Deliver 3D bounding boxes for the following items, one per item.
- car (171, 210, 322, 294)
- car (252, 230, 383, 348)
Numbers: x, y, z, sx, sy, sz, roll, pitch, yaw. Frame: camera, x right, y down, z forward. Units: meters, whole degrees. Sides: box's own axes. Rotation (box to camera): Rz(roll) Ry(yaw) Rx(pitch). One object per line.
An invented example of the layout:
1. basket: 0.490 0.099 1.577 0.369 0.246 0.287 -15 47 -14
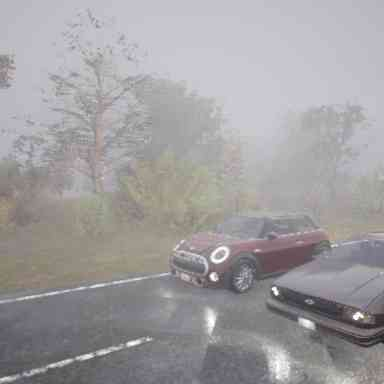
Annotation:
1. car: 1.672 1.336 8.869 4.553 1.767 2.097 0 0 -36
2. car: 3.842 1.531 6.423 5.357 1.411 2.033 0 0 -36
